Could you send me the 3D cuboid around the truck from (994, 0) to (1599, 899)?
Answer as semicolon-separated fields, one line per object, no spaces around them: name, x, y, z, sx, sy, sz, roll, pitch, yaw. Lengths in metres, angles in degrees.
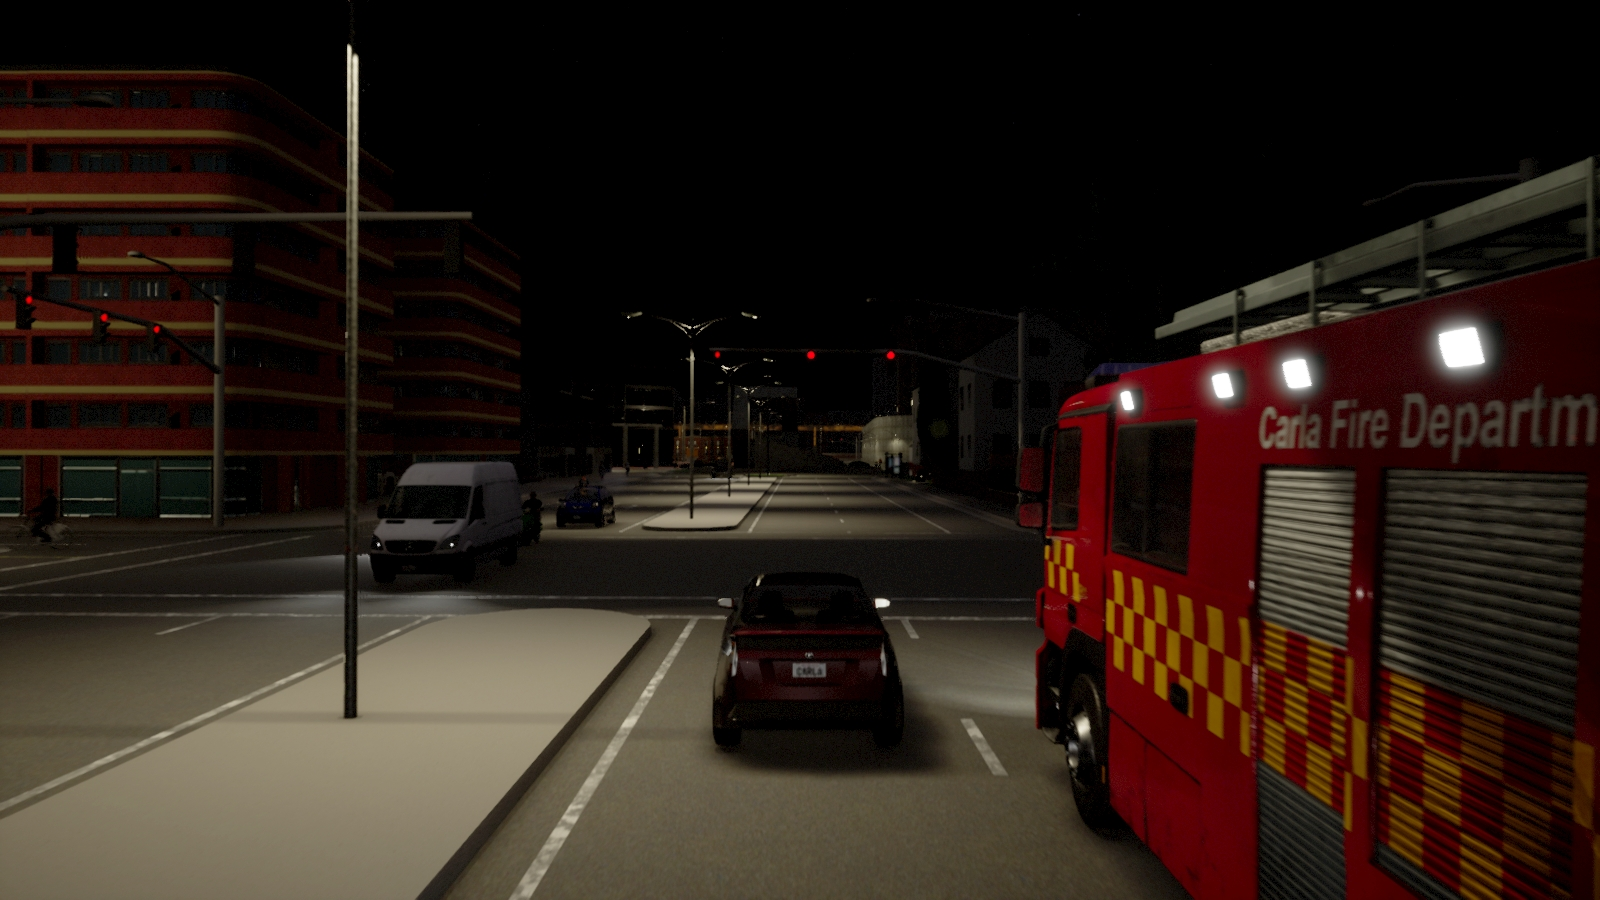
truck;3.242;0.916;6.324;2.891;3.827;8.468;0;0;0

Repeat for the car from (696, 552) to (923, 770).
car;0.057;2.066;12.361;2.007;1.525;4.514;0;0;-1

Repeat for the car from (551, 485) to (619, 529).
car;-8.028;2.098;42.920;1.845;1.501;3.633;0;0;0

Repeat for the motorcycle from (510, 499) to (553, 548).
motorcycle;-8.011;2.172;34.206;0.856;1.341;1.805;0;0;0

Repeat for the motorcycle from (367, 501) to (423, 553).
motorcycle;-11.528;2.171;32.583;0.764;1.332;2.356;0;0;0

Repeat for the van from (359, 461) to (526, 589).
van;-8.024;1.562;26.329;1.988;2.561;5.915;0;0;0
